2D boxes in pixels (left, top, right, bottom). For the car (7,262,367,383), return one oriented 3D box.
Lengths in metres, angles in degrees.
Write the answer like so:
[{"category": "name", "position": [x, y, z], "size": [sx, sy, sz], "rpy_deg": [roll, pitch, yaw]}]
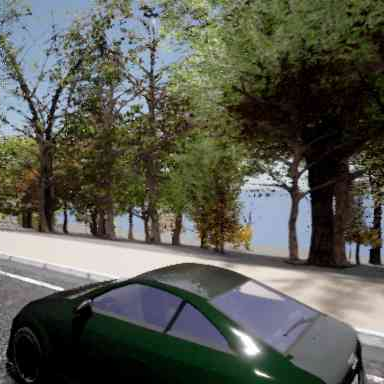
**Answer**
[{"category": "car", "position": [-0.310, 1.566, 3.908], "size": [4.181, 1.385, 1.994], "rpy_deg": [0, 0, 35]}]
